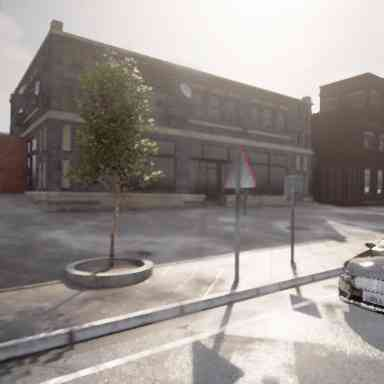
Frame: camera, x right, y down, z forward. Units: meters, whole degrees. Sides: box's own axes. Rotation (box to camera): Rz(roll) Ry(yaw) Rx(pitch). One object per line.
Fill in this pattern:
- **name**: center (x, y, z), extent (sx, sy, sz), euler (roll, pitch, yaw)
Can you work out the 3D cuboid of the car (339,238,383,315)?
- **car**: center (5.005, 1.488, 6.909), extent (4.902, 1.511, 2.128), euler (0, 0, -35)
